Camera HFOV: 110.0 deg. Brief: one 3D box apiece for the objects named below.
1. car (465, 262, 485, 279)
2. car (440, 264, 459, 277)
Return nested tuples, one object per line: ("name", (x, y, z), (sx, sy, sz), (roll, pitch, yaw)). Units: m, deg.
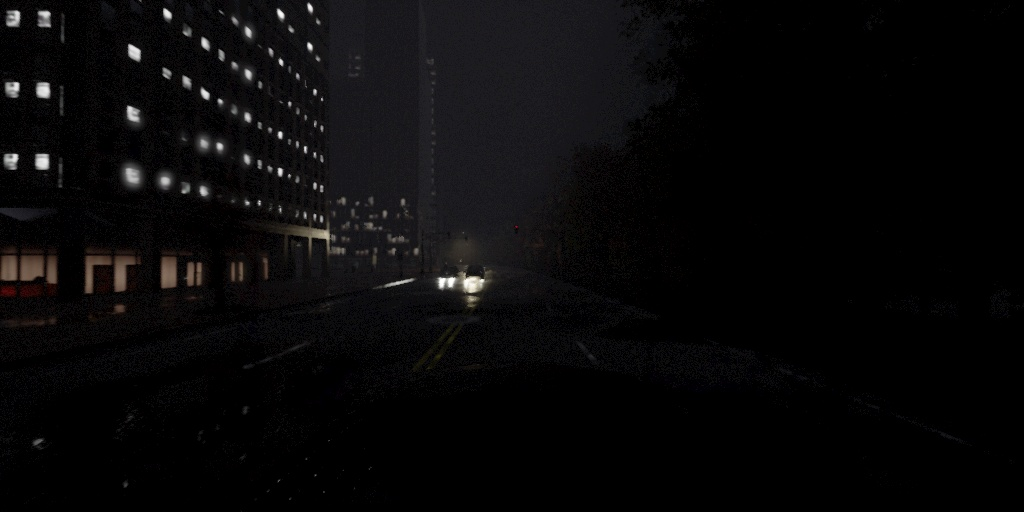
("car", (-4.087, 1.708, 39.901), (1.882, 1.535, 5.008), (0, -1, -2))
("car", (-7.433, 1.764, 42.931), (2.128, 1.511, 4.902), (0, -1, -2))
